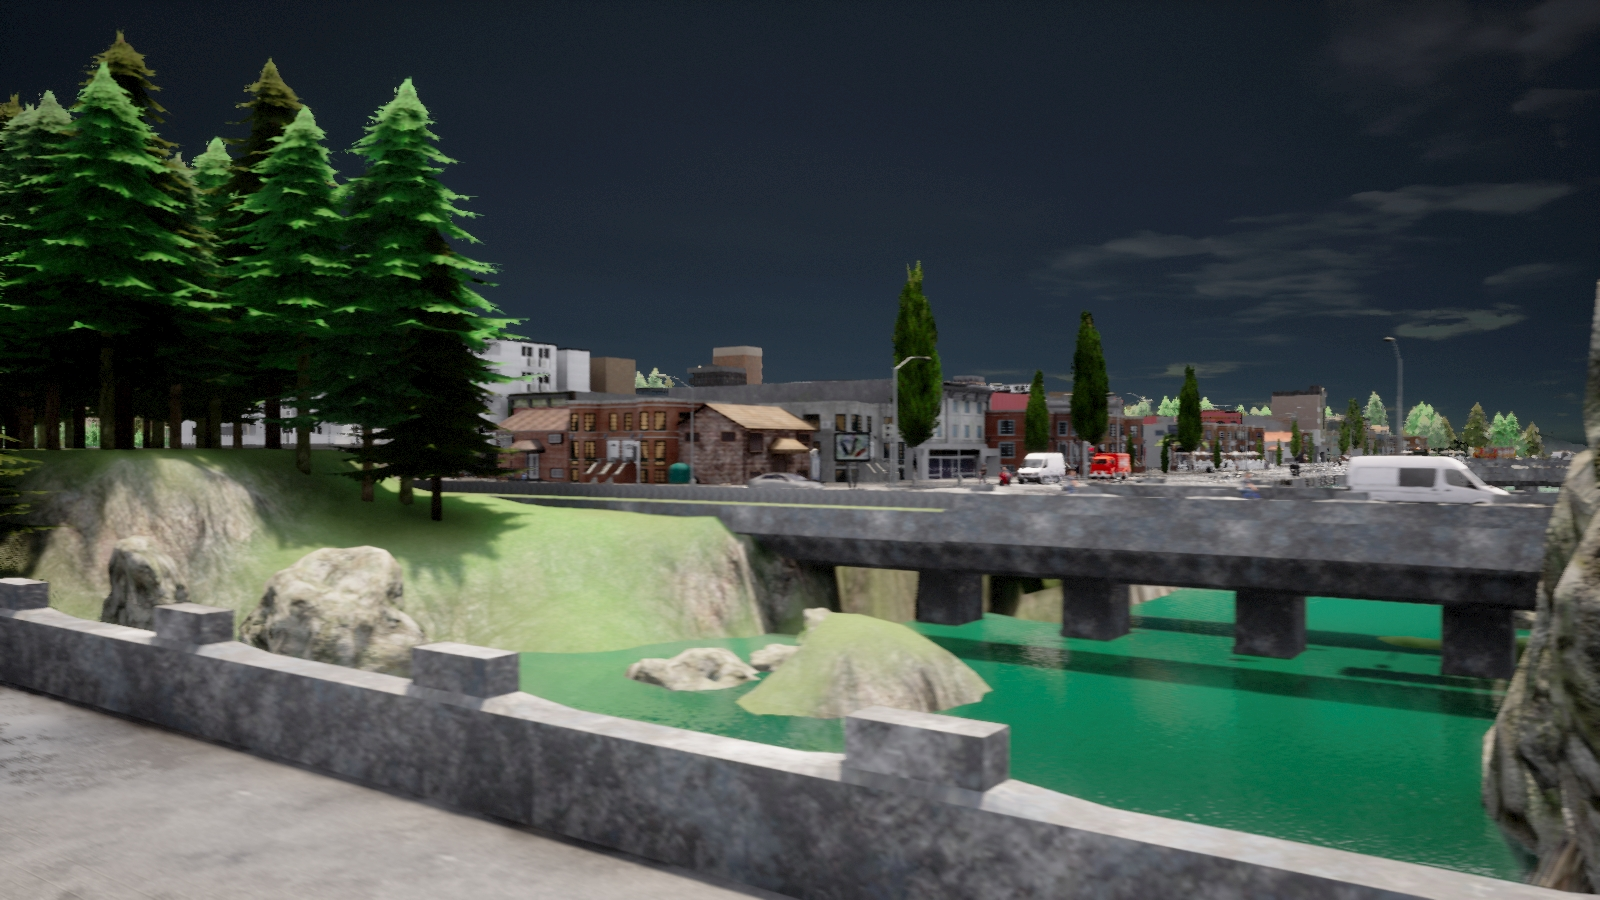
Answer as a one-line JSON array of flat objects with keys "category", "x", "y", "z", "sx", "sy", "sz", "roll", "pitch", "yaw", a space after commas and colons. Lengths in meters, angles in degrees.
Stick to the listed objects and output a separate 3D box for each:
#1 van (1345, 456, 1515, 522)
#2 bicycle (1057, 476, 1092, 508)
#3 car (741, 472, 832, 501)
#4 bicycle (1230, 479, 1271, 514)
[{"category": "van", "x": 25.742, "y": 1.535, "z": 46.821, "sx": 5.915, "sy": 2.561, "sz": 1.988, "roll": 0, "pitch": 0, "yaw": 35}, {"category": "bicycle", "x": 13.376, "y": 2.056, "z": 55.737, "sx": 1.643, "sy": 1.496, "sz": 0.373, "roll": 1, "pitch": 0, "yaw": 37}, {"category": "car", "x": -0.785, "y": 2.047, "z": 65.410, "sx": 4.902, "sy": 1.511, "sz": 2.128, "roll": 0, "pitch": 0, "yaw": 35}, {"category": "bicycle", "x": 20.056, "y": 2.056, "z": 50.920, "sx": 1.643, "sy": 1.496, "sz": 0.373, "roll": 1, "pitch": 0, "yaw": 36}]
